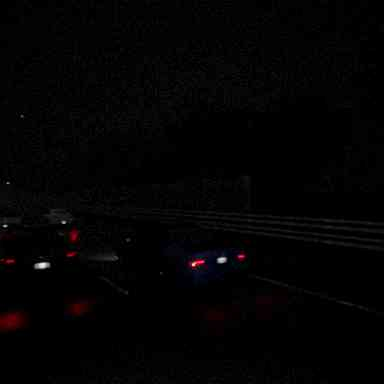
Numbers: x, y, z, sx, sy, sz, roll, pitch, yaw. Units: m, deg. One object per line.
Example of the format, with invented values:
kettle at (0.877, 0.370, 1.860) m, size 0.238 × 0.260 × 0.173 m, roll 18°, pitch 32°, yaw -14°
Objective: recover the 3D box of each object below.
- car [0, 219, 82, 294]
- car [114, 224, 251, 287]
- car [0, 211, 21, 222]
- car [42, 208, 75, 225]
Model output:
car at (-4.554, 1.724, 9.492) m, size 1.994 × 1.385 × 4.181 m, roll 0°, pitch -1°, yaw -32°
car at (-0.622, 1.654, 9.779) m, size 2.033 × 1.411 × 5.357 m, roll 0°, pitch -1°, yaw -32°
car at (-13.968, 2.102, 24.812) m, size 1.895 × 1.301 × 4.718 m, roll 0°, pitch -1°, yaw -32°
car at (-10.290, 1.976, 25.512) m, size 1.812 × 1.442 × 4.674 m, roll 0°, pitch -1°, yaw -32°
